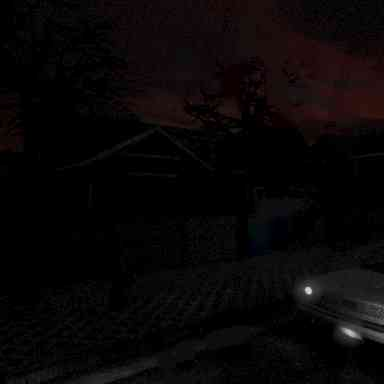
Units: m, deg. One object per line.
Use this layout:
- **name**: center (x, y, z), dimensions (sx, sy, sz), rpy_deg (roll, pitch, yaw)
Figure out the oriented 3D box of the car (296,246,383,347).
- **car**: center (3.994, 1.643, 5.842), dimensions (4.718, 1.301, 1.895), rpy_deg (0, 0, -35)
